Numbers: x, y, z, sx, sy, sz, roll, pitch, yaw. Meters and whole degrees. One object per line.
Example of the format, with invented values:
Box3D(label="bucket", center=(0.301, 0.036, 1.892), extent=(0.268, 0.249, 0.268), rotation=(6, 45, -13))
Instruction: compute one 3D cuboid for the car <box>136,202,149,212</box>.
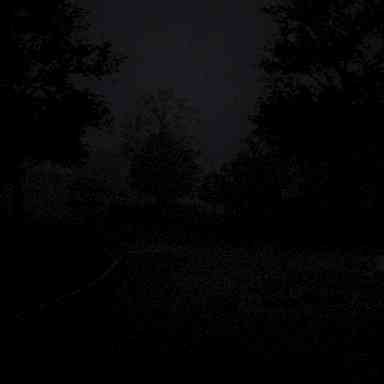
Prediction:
Box3D(label="car", center=(-7.537, 2.185, 48.145), extent=(2.002, 1.452, 4.674), rotation=(0, 0, -36))

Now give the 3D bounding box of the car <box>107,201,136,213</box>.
Box3D(label="car", center=(-10.087, 2.027, 46.260), extent=(2.185, 1.767, 4.553), rotation=(0, 0, -35))

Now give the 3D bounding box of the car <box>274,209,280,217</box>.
Box3D(label="car", center=(11.026, 2.209, 36.211), extent=(1.882, 1.535, 5.008), rotation=(3, -3, -35))

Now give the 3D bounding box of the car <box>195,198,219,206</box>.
Box3D(label="car", center=(2.642, 2.232, 70.739), extent=(1.946, 1.575, 5.366), rotation=(1, -1, -36))
